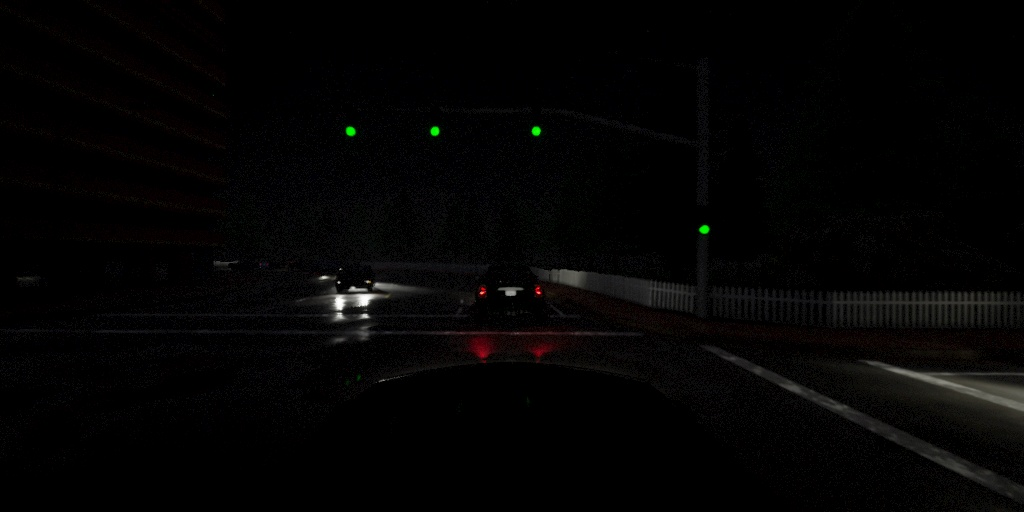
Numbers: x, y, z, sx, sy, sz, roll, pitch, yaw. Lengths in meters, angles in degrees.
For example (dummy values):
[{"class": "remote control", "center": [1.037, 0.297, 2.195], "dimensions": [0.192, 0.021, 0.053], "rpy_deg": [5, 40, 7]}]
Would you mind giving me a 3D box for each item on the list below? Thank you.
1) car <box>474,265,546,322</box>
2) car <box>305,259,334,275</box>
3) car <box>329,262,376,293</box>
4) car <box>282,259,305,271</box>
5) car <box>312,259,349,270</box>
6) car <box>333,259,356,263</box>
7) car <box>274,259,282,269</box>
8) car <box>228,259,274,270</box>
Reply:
[{"class": "car", "center": [-0.186, 1.066, 12.168], "dimensions": [2.097, 1.767, 4.553], "rpy_deg": [0, 0, -4]}, {"class": "car", "center": [-19.816, 1.181, 38.016], "dimensions": [5.008, 1.535, 1.882], "rpy_deg": [0, 0, 43]}, {"class": "car", "center": [-9.001, 1.256, 21.004], "dimensions": [2.033, 1.411, 5.357], "rpy_deg": [0, 0, -18]}, {"class": "car", "center": [-27.737, 1.203, 47.749], "dimensions": [4.892, 1.490, 1.837], "rpy_deg": [0, 0, 23]}, {"class": "car", "center": [-25.568, 1.181, 50.601], "dimensions": [5.008, 1.535, 1.882], "rpy_deg": [0, 0, 23]}, {"class": "car", "center": [-13.268, 1.200, 30.006], "dimensions": [2.128, 1.511, 4.902], "rpy_deg": [0, 0, -33]}, {"class": "car", "center": [-35.242, 1.181, 54.092], "dimensions": [4.902, 1.511, 2.128], "rpy_deg": [0, 0, 13]}, {"class": "car", "center": [-37.429, 1.231, 50.973], "dimensions": [5.357, 1.411, 2.033], "rpy_deg": [0, 0, 9]}]
